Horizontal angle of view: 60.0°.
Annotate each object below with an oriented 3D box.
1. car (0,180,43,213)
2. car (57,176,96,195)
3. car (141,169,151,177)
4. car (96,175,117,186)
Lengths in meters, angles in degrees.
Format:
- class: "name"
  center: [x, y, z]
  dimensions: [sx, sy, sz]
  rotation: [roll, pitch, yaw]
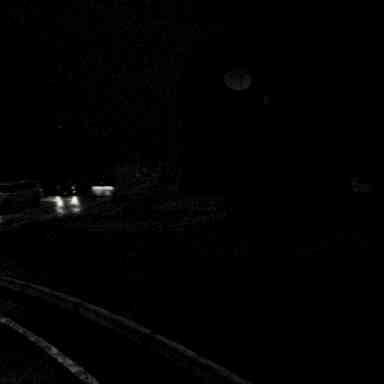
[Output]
- class: "car"
  center: [-13.648, 0.256, 25.095]
  dimensions: [2.150, 2.045, 5.566]
  rotation: [-1, 6, 10]
- class: "car"
  center: [-12.222, -0.704, 34.765]
  dimensions: [2.097, 1.767, 4.553]
  rotation: [-1, 6, 6]
- class: "car"
  center: [-8.907, -3.723, 63.979]
  dimensions: [1.882, 1.535, 5.008]
  rotation: [-1, 6, -8]
- class: "car"
  center: [-11.450, -1.573, 44.563]
  dimensions: [1.994, 1.385, 4.181]
  rotation: [-1, 6, 2]
